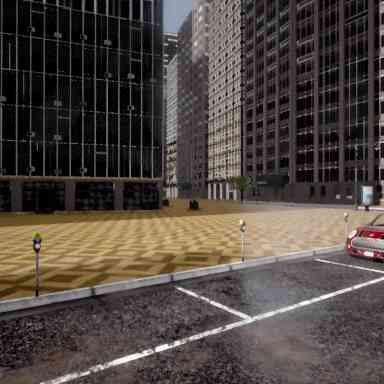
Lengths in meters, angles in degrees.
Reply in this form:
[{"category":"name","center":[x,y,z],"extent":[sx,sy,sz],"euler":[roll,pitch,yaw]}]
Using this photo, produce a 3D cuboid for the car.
[{"category":"car","center":[7.229,1.437,11.701],"extent":[4.097,1.590,1.967],"euler":[0,0,-35]}]
